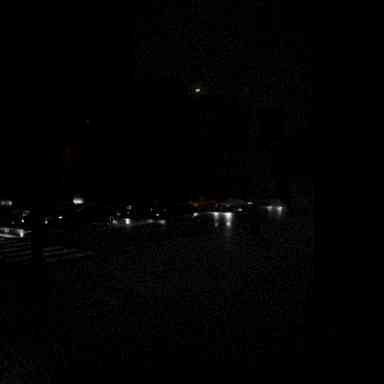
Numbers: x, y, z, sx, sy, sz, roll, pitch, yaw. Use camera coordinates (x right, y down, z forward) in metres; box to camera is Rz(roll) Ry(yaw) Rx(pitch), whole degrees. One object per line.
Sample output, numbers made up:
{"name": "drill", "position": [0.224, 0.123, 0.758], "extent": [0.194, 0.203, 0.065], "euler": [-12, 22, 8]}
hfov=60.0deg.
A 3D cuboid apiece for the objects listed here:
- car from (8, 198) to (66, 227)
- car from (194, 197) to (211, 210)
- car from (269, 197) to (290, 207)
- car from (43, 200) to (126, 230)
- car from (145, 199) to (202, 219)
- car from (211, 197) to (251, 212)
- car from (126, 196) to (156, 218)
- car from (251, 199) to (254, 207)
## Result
{"name": "car", "position": [-9.763, 1.305, 22.371], "extent": [2.097, 1.767, 4.553], "euler": [0, 0, 35]}
{"name": "car", "position": [0.905, 1.352, 37.431], "extent": [1.882, 1.535, 5.008], "euler": [0, 0, 36]}
{"name": "car", "position": [12.805, 1.308, 48.484], "extent": [1.837, 1.490, 4.892], "euler": [0, 0, 36]}
{"name": "car", "position": [-6.850, 1.436, 20.864], "extent": [2.128, 1.511, 4.902], "euler": [0, 0, 35]}
{"name": "car", "position": [-1.494, 1.507, 28.429], "extent": [1.895, 1.301, 4.718], "euler": [0, 0, 35]}
{"name": "car", "position": [4.358, 1.388, 36.680], "extent": [1.812, 1.442, 4.674], "euler": [0, 0, 35]}
{"name": "car", "position": [-4.732, 1.268, 29.478], "extent": [2.097, 1.767, 4.553], "euler": [0, 0, 35]}
{"name": "car", "position": [7.020, 1.392, 46.013], "extent": [1.994, 1.385, 4.181], "euler": [0, 0, 36]}
